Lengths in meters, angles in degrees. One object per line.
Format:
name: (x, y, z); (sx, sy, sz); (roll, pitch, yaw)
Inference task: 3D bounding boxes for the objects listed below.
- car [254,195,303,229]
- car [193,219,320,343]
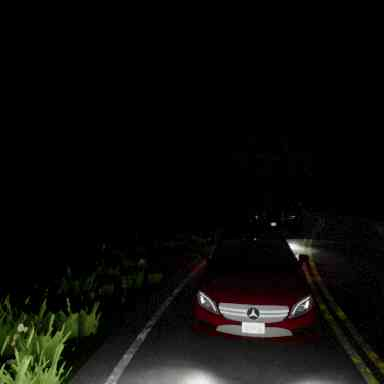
car: (5.009, 1.214, 18.849); (2.150, 2.045, 5.566); (-2, -1, 22)
car: (1.233, 1.534, 6.679); (1.812, 1.442, 4.674); (-1, 0, 11)
